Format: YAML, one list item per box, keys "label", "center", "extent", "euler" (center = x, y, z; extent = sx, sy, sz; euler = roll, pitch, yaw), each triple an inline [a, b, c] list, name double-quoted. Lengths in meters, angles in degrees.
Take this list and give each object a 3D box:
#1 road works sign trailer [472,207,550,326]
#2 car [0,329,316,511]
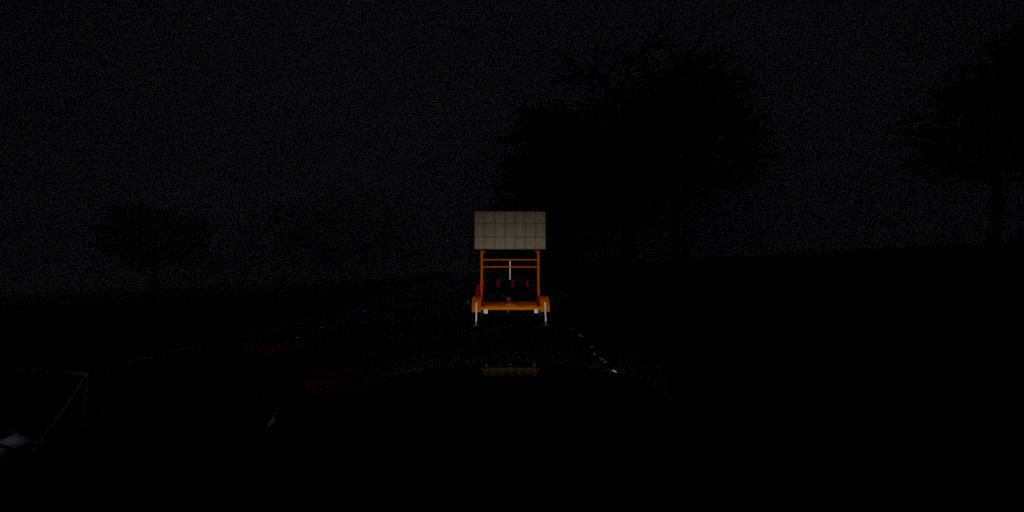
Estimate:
- label: "road works sign trailer"
  center: [-0.067, 0.231, 11.690]
  extent: [2.380, 3.560, 2.880]
  euler: [0, 0, -2]
- label: "car"
  center: [-3.542, 1.351, 2.545]
  extent: [1.895, 1.301, 4.718]
  euler: [0, 0, 0]
